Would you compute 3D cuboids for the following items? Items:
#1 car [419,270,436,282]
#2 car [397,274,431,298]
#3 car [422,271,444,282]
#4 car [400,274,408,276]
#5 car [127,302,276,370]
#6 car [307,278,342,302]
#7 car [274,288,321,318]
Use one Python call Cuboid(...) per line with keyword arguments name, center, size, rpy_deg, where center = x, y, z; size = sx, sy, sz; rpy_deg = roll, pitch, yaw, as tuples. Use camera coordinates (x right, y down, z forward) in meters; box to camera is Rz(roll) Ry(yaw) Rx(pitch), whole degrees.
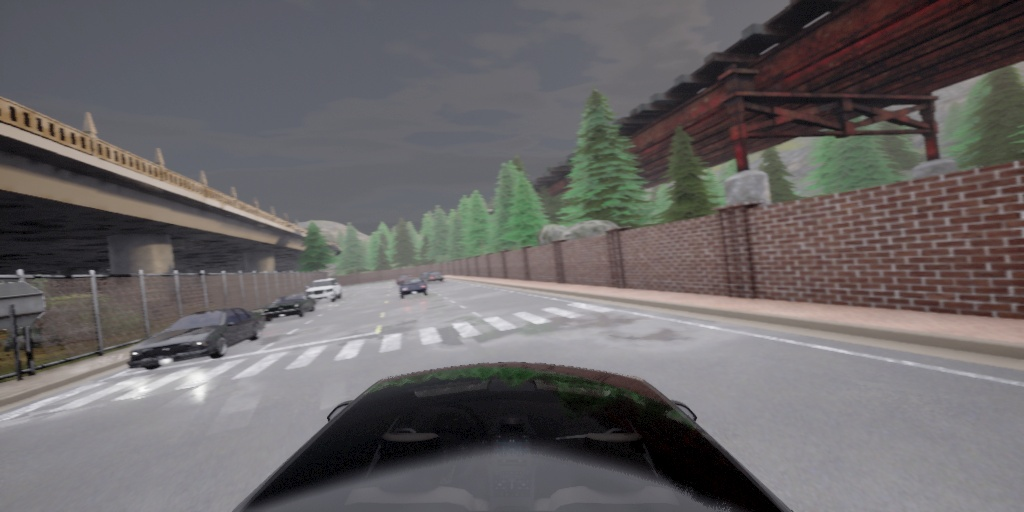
Cuboid(name="car", center=(-12.916, 3.030, 54.520), size=(2.033, 1.411, 5.357), rpy_deg=(-7, 0, -18))
Cuboid(name="car", center=(-7.554, 2.344, 27.166), size=(1.895, 1.301, 4.718), rpy_deg=(-7, 0, -18))
Cuboid(name="car", center=(-9.646, 2.602, 44.633), size=(2.033, 1.411, 5.357), rpy_deg=(-7, 0, -18))
Cuboid(name="car", center=(-15.383, 3.333, 51.146), size=(1.994, 1.385, 4.181), rpy_deg=(-7, 0, -18))
Cuboid(name="car", center=(-10.226, 2.561, 12.230), size=(2.033, 1.411, 5.357), rpy_deg=(-7, 0, -18))
Cuboid(name="car", center=(-16.644, 3.074, 31.861), size=(2.150, 2.045, 5.566), rpy_deg=(-7, 0, -18))
Cuboid(name="car", center=(-13.298, 3.018, 21.698), size=(1.895, 1.301, 4.718), rpy_deg=(-7, 0, -18))
